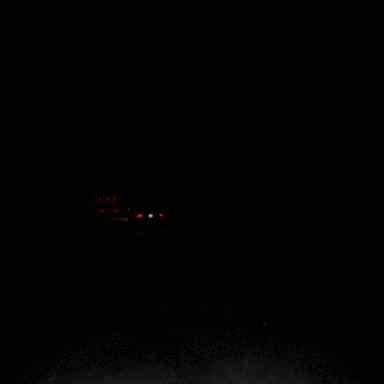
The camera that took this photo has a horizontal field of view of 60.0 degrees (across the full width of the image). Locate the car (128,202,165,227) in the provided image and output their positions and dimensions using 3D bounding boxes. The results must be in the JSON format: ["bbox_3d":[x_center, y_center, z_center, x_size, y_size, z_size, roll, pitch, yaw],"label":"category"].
[{"bbox_3d":[-2.997,1.366,21.207,2.033,1.411,5.357,-1,1,-15],"label":"car"}]

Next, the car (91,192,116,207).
[{"bbox_3d":[-10.637,0.771,39.866,2.097,1.767,4.553,-2,2,-28],"label":"car"}]
